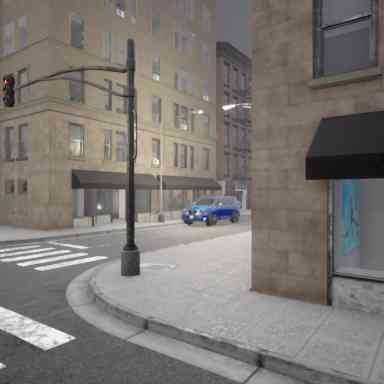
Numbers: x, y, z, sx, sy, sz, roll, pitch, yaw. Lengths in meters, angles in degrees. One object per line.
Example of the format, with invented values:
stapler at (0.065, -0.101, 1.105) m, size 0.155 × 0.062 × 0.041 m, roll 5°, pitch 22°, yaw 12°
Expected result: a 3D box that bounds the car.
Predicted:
car at (1.562, 1.360, 24.584) m, size 2.150 × 2.045 × 5.566 m, roll 0°, pitch -1°, yaw 35°
